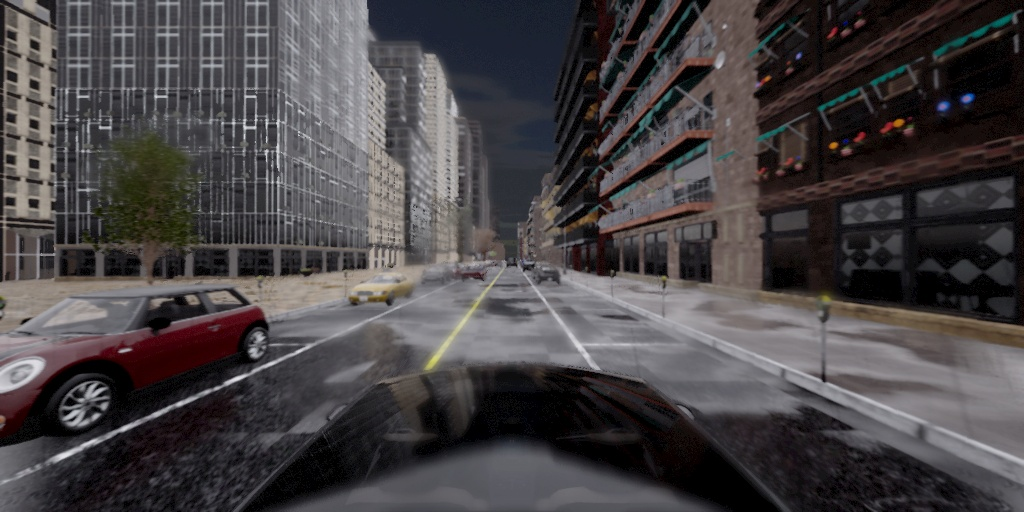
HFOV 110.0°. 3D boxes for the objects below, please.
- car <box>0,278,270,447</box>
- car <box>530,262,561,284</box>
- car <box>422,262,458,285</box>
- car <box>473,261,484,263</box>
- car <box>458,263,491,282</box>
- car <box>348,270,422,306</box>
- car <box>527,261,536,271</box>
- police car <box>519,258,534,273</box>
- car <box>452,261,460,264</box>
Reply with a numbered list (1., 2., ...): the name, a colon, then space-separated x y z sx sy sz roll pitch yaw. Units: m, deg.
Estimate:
1. car: -5.691 1.202 5.257 1.967 1.591 4.097 0 0 0
2. car: 2.691 1.395 27.387 2.007 1.370 4.403 0 0 0
3. car: -5.689 1.395 27.388 2.007 1.370 4.403 0 0 0
4. car: -5.689 1.484 54.880 1.751 1.417 4.829 0 0 0
5. car: -3.095 1.456 29.977 1.895 1.301 4.718 0 0 0
6. car: -5.690 1.328 16.153 1.751 1.417 4.829 0 0 0
7. car: 2.691 1.417 32.920 2.007 1.370 4.403 0 0 0
8. police car: 2.368 1.354 48.300 1.930 1.638 5.238 0 0 0
9. car: -5.689 1.306 32.921 1.967 1.591 4.097 0 0 0
